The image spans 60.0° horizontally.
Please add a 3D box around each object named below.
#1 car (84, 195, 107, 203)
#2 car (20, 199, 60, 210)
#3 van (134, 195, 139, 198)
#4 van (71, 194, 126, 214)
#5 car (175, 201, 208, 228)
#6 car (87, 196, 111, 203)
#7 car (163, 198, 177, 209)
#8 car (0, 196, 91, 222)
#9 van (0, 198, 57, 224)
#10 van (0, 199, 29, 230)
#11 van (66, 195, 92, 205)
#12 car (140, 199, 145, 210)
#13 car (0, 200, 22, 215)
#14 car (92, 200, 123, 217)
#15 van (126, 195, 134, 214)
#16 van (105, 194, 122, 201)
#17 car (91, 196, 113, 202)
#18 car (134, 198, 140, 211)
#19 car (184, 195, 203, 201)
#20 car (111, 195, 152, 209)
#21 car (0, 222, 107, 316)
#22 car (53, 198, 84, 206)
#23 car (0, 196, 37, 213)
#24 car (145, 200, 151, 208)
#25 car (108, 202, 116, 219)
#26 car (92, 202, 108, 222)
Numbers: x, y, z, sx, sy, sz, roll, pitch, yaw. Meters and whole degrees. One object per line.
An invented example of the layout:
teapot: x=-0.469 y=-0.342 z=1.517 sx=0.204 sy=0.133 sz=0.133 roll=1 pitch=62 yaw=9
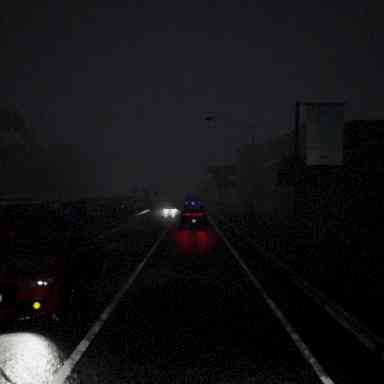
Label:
car: x=-22.042 y=1.622 z=76.051 sx=4.553 sy=1.767 sz=2.185 roll=0 pitch=0 yaw=0
car: x=-22.012 y=1.729 z=48.295 sx=4.892 sy=1.521 sz=2.231 roll=0 pitch=0 yaw=0
van: x=-9.042 y=1.497 z=40.757 sx=4.442 sy=1.987 sz=1.878 roll=0 pitch=0 yaw=0
van: x=-9.040 y=1.485 z=32.345 sx=4.442 sy=1.987 sz=1.878 roll=0 pitch=0 yaw=0
car: x=0.129 y=1.651 z=23.599 sx=2.128 sy=1.511 sz=4.902 roll=0 pitch=0 yaw=0
car: x=-22.017 y=1.751 z=78.826 sx=5.008 sy=1.535 sz=2.097 roll=0 pitch=0 yaw=0
car: x=-3.265 y=1.735 z=50.768 sx=2.128 sy=1.511 sz=4.902 roll=0 pitch=0 yaw=0
car: x=-8.893 y=1.382 z=18.324 sx=5.566 sy=2.045 sz=2.435 roll=0 pitch=-1 yaw=0
van: x=-9.037 y=1.384 z=15.520 sx=4.442 sy=1.987 sz=1.878 roll=0 pitch=0 yaw=0
van: x=-9.037 y=1.360 z=12.717 sx=4.442 sy=1.987 sz=1.878 roll=0 pitch=0 yaw=0
van: x=-22.125 y=1.513 z=64.948 sx=4.442 sy=1.987 sz=1.878 roll=0 pitch=0 yaw=0
car: x=-8.928 y=1.765 z=43.560 sx=4.674 sy=1.452 sz=2.002 roll=0 pitch=0 yaw=0
car: x=-21.998 y=1.722 z=37.193 sx=4.892 sy=1.521 sz=2.231 roll=0 pitch=0 yaw=0
car: x=-8.952 y=1.734 z=29.541 sx=4.792 sy=1.488 sz=2.163 roll=0 pitch=0 yaw=0
van: x=-8.807 y=1.492 z=35.147 sx=4.442 sy=1.987 sz=1.878 roll=0 pitch=0 yaw=0
van: x=-21.895 y=1.543 z=92.702 sx=4.442 sy=1.987 sz=1.878 roll=0 pitch=0 yaw=0
car: x=-22.005 y=1.755 z=81.602 sx=4.892 sy=1.521 sz=2.231 roll=0 pitch=0 yaw=0
car: x=-8.919 y=1.721 z=37.953 sx=5.008 sy=1.535 sz=2.097 roll=0 pitch=0 yaw=0
car: x=0.149 y=1.444 z=40.947 sx=2.150 sy=2.045 sz=5.566 roll=0 pitch=-1 yaw=0
car: x=-8.898 y=1.477 z=49.167 sx=5.566 sy=2.045 sz=2.435 roll=0 pitch=0 yaw=0
car: x=-3.340 y=1.625 z=7.621 sx=1.994 sy=1.385 sz=4.181 roll=0 pitch=0 yaw=0
car: x=-21.978 y=1.764 z=59.397 sx=4.792 sy=1.488 sz=2.163 roll=0 pitch=0 yaw=0
car: x=-21.976 y=1.471 z=39.968 sx=5.566 sy=2.045 sz=2.435 roll=0 pitch=0 yaw=0
car: x=-8.740 y=1.723 z=46.363 sx=5.366 sy=1.575 sz=1.946 roll=0 pitch=0 yaw=0
car: x=-8.920 y=1.731 z=26.733 sx=4.674 sy=1.452 sz=2.002 roll=0 pitch=0 yaw=0
car: x=-8.928 y=1.675 z=23.930 sx=4.892 sy=1.521 sz=2.231 roll=0 pitch=0 yaw=0
